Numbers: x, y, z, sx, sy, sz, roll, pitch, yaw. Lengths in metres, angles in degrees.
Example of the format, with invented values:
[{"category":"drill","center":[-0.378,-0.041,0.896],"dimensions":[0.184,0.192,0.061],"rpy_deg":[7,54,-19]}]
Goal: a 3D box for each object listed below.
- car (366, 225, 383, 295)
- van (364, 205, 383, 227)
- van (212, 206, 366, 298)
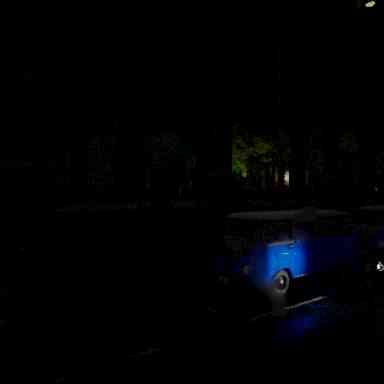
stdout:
[{"category":"car","center":[5.945,1.524,7.509],"dimensions":[4.674,1.442,1.812],"rpy_deg":[0,0,-36]},{"category":"van","center":[6.970,1.338,11.525],"dimensions":[3.998,1.788,1.690],"rpy_deg":[0,0,-36]},{"category":"van","center":[2.368,1.340,8.234],"dimensions":[3.998,1.788,1.690],"rpy_deg":[0,0,-36]}]
